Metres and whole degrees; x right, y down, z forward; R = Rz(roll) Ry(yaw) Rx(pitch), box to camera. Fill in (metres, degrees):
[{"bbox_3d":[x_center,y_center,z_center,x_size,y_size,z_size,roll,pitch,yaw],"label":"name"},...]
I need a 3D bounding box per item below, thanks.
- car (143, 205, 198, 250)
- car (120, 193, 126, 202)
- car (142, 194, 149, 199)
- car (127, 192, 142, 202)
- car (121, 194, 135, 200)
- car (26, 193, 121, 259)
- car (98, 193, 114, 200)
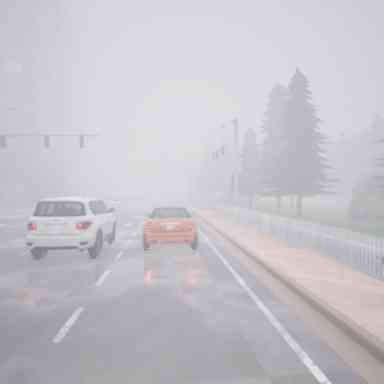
[{"bbox_3d":[-0.949,1.319,14.473,2.097,1.767,4.553,0,0,-4],"label":"car"},{"bbox_3d":[-15.974,1.438,71.287,1.994,1.385,4.181,0,0,-4],"label":"car"},{"bbox_3d":[-14.199,1.364,92.481,2.033,1.411,5.357,0,0,-43],"label":"car"},{"bbox_3d":[-12.714,1.091,73.765,2.150,2.045,5.566,0,0,-9],"label":"car"},{"bbox_3d":[-17.509,1.394,90.949,1.994,1.385,4.181,0,0,-43],"label":"car"},{"bbox_3d":[-4.341,1.205,12.826,2.150,2.045,5.566,0,0,-4],"label":"car"},{"bbox_3d":[-22.243,1.229,85.763,2.097,1.767,4.553,0,0,-43],"label":"car"}]
